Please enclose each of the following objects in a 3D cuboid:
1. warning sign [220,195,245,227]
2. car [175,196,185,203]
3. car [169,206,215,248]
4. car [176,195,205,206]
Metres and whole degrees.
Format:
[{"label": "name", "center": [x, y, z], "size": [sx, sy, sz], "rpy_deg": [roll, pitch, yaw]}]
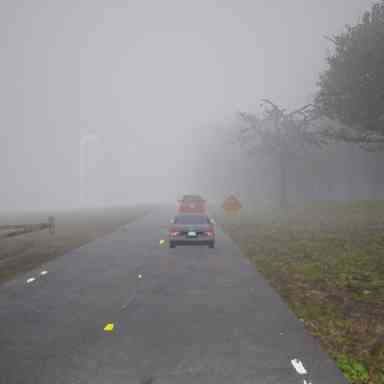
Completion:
[{"label": "warning sign", "center": [2.426, 1.129, 20.177], "size": [1.300, 1.860, 1.060], "rpy_deg": [-1, -2, 0]}, {"label": "car", "center": [-2.751, 1.666, 75.988], "size": [2.128, 1.511, 4.902], "rpy_deg": [0, 0, 0]}, {"label": "car", "center": [0.000, 1.573, 14.655], "size": [2.033, 1.411, 5.357], "rpy_deg": [0, 0, 0]}, {"label": "car", "center": [0.000, 1.282, 29.692], "size": [2.150, 2.045, 5.566], "rpy_deg": [0, 0, 0]}]
